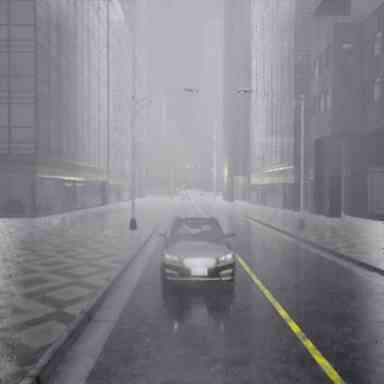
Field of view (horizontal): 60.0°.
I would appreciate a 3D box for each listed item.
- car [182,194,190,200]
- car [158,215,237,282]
[{"bbox_3d":[-1.439,1.271,81.993,2.128,1.511,4.902,0,0,-1],"label":"car"},{"bbox_3d":[0.112,1.478,9.774,2.128,1.511,4.902,0,0,-1],"label":"car"}]
